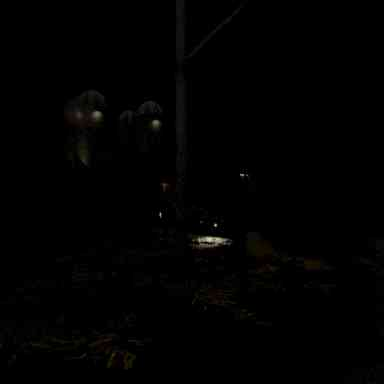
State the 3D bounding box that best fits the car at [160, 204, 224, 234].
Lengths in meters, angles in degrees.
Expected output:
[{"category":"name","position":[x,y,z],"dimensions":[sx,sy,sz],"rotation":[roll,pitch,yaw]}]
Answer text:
[{"category":"car","position":[-0.159,1.504,19.586],"dimensions":[1.837,1.490,4.892],"rotation":[0,0,-35]}]
